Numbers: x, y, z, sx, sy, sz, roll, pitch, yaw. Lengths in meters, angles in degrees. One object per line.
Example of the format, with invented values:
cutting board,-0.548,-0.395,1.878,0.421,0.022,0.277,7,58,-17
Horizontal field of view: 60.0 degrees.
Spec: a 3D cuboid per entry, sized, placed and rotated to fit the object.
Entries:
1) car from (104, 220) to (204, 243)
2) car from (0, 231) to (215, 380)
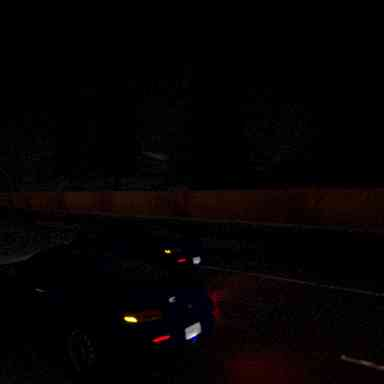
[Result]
car,-1.681,1.570,9.845,4.674,1.442,1.812,0,0,38
car,-1.812,1.553,5.501,4.674,1.442,1.812,0,0,37
